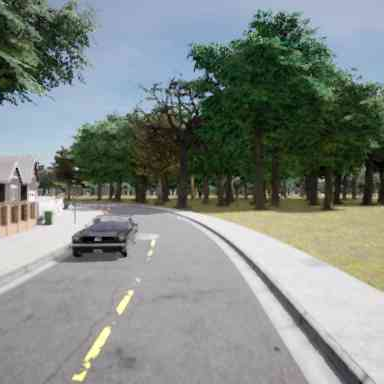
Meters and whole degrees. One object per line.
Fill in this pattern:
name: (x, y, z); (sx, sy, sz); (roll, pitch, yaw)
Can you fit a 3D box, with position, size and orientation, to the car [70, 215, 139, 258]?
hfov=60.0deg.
car: (-3.170, 1.592, 12.885); (1.895, 1.301, 4.718); (0, 0, -4)
